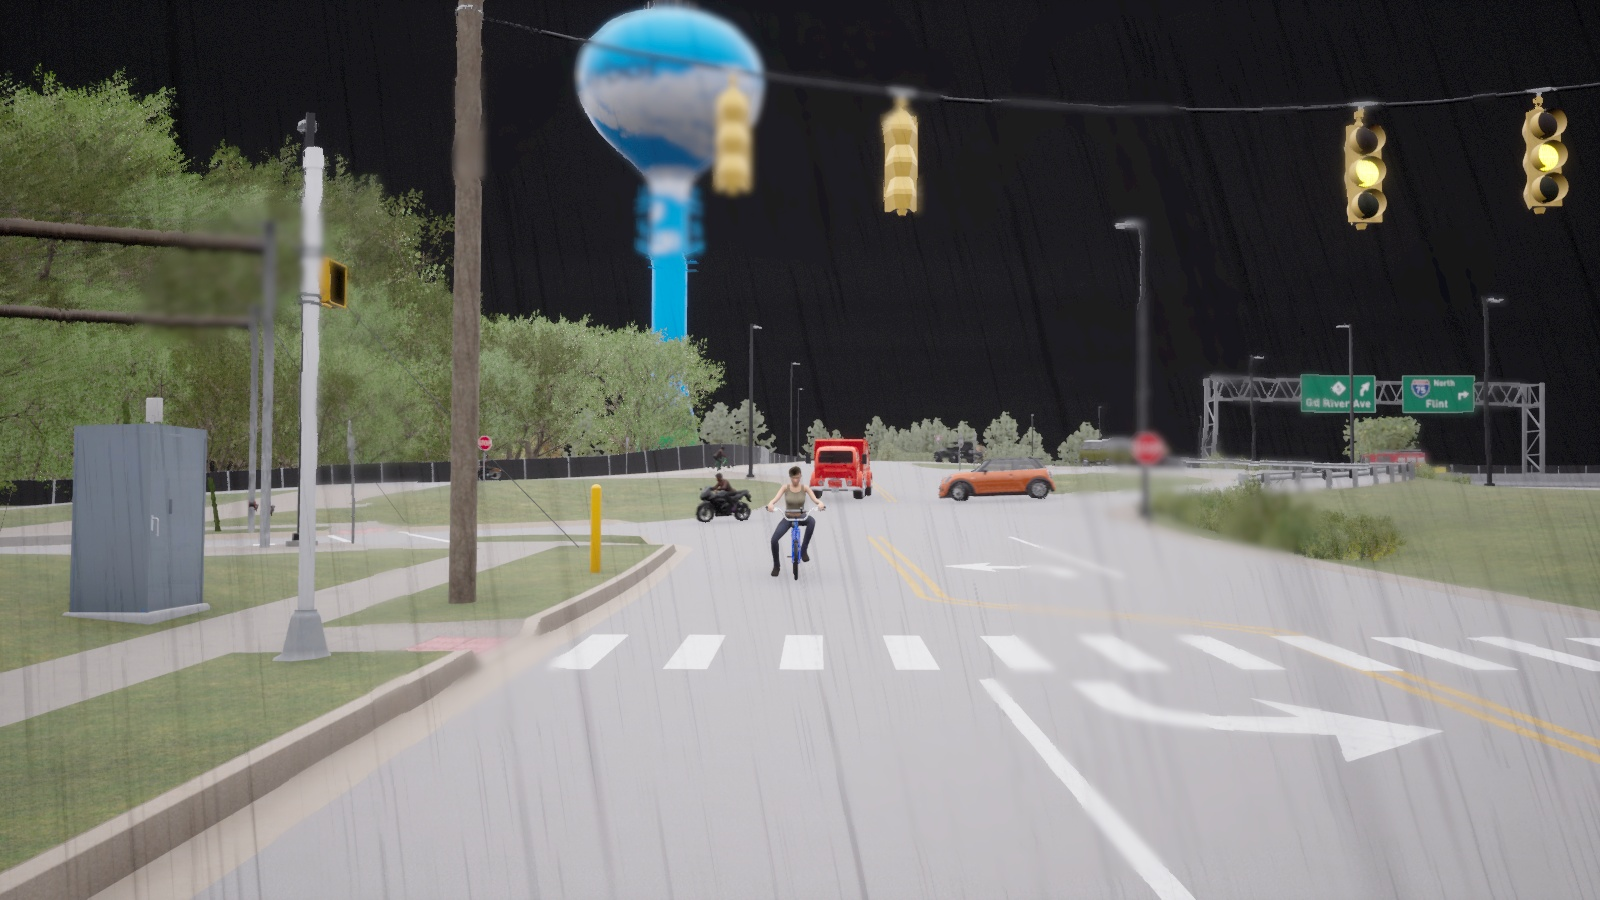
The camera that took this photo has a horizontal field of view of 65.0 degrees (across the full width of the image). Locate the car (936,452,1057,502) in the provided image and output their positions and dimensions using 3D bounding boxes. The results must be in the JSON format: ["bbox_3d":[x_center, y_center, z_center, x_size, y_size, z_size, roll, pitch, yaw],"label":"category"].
[{"bbox_3d":[7.743,1.048,49.776,4.553,1.767,2.097,-3,-1,8],"label":"car"}]

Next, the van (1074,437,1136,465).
[{"bbox_3d":[22.337,0.088,92.040,1.775,1.987,4.442,1,0,-32],"label":"van"}]

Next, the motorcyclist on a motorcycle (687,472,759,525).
[{"bbox_3d":[-2.357,1.482,38.554,2.044,1.523,0.797,-1,-3,-37],"label":"motorcyclist on a motorcycle"}]

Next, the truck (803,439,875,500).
[{"bbox_3d":[1.713,0.762,53.335,2.627,2.467,5.204,0,1,6],"label":"truck"}]

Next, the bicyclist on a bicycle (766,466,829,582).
[{"bbox_3d":[-0.056,1.042,18.222,0.866,1.612,1.509,0,-1,-1],"label":"bicyclist on a bicycle"}]

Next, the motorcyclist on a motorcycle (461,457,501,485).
[{"bbox_3d":[-19.906,1.299,78.484,2.350,1.649,0.766,-2,-1,-14],"label":"motorcyclist on a motorcycle"}]
